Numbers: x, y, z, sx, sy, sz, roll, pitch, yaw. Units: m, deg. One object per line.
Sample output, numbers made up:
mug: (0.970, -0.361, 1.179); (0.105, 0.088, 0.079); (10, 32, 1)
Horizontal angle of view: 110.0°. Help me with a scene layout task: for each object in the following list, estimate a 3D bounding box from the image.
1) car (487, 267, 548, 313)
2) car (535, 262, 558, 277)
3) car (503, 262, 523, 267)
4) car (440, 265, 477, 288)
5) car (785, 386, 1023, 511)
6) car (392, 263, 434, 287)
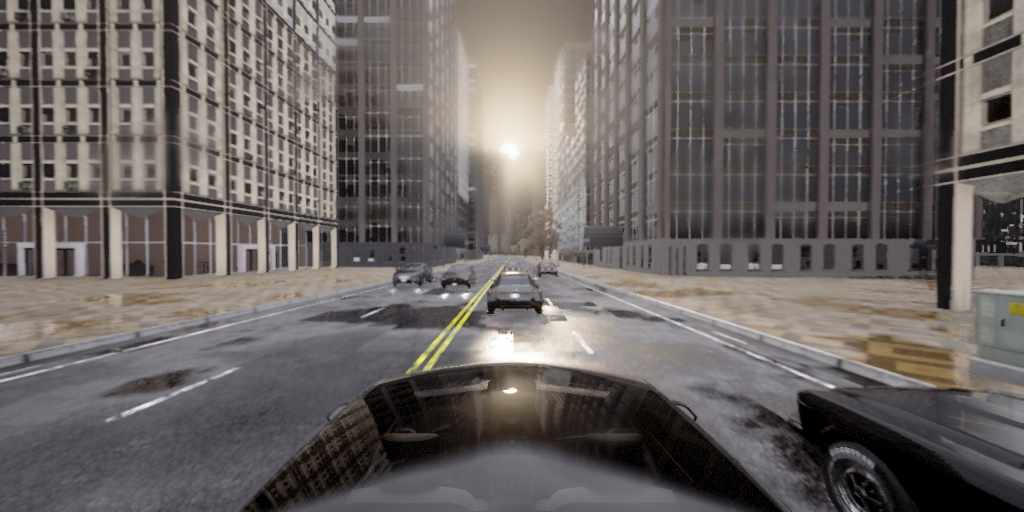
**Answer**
car: (0.099, 1.300, 13.979); (1.994, 1.385, 4.181); (0, 0, 0)
car: (3.344, 1.256, 35.143); (2.033, 1.411, 5.357); (0, 0, 0)
car: (0.093, 1.255, 35.322); (2.033, 1.411, 5.357); (0, 0, 0)
car: (-3.352, 1.272, 23.569); (2.033, 1.411, 5.357); (0, 0, 0)
car: (3.352, 1.351, 1.003); (1.895, 1.301, 4.718); (0, 0, 0)
car: (-6.598, 1.215, 24.338); (2.128, 1.511, 4.902); (0, 0, 0)
